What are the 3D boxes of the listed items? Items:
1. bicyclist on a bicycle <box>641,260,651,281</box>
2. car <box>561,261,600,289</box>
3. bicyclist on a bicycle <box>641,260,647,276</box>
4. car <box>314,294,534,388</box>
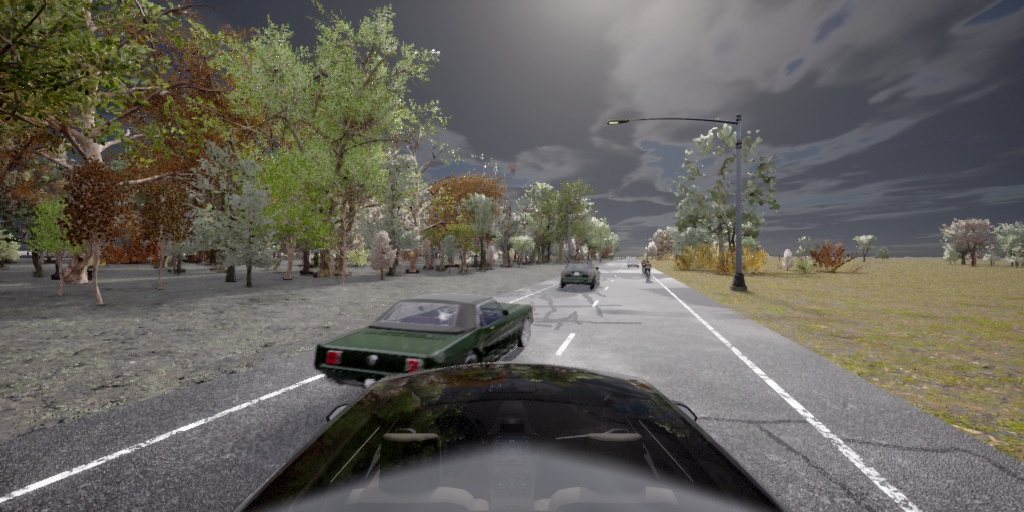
[{"bbox_3d":[10.831,1.208,28.579,0.582,1.620,1.656,0,0,18],"label":"bicyclist on a bicycle"},{"bbox_3d":[4.571,1.105,23.552,2.097,1.767,4.553,0,0,18],"label":"car"},{"bbox_3d":[13.637,1.211,37.075,0.582,1.620,1.656,0,0,18],"label":"bicyclist on a bicycle"},{"bbox_3d":[-1.018,1.351,6.630,1.895,1.301,4.718,0,0,18],"label":"car"}]
